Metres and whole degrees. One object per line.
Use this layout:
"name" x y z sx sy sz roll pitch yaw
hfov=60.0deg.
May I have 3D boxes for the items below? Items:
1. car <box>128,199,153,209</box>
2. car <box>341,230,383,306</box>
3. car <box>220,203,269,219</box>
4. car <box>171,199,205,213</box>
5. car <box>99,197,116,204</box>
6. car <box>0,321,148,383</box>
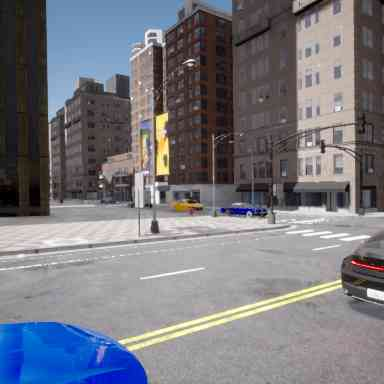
"car" -7.492 1.715 48.249 2.033 1.411 5.357 -1 0 -36
"car" 5.114 1.504 7.092 4.892 1.490 1.837 0 0 -36
"car" 4.819 1.695 30.766 1.895 1.301 4.718 -1 0 -35
"car" -0.536 1.603 38.373 1.882 1.535 5.008 -1 1 -35
"car" -17.192 1.742 67.583 2.033 1.411 5.357 -1 0 -35
"car" -2.577 1.478 1.603 5.008 1.535 1.882 0 0 -35
